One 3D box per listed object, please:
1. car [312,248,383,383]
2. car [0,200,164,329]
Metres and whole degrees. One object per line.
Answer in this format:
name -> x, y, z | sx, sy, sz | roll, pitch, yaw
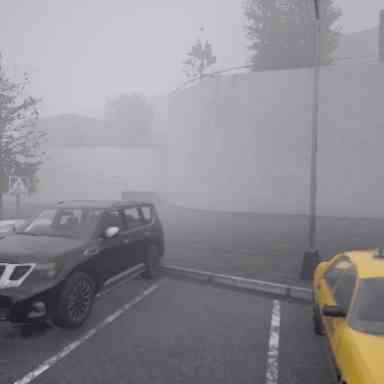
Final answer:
car -> 2.463, 1.483, 3.830 | 1.946, 1.575, 5.366 | 1, -1, 15
car -> -2.383, 1.228, 7.461 | 2.435, 2.045, 5.566 | 1, 0, 15
